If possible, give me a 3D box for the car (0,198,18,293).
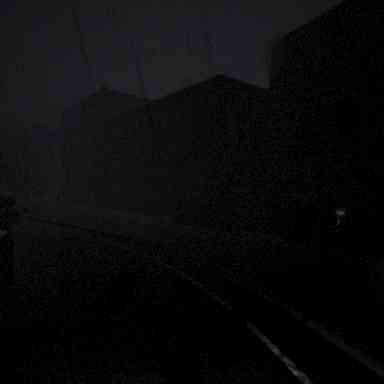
[{"bbox_3d":[-4.832,1.250,6.440,2.150,2.045,5.566,1,-1,-23],"label":"car"}]

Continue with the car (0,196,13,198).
[{"bbox_3d":[-16.343,1.373,28.012,2.150,2.045,5.566,1,-1,-40],"label":"car"}]
